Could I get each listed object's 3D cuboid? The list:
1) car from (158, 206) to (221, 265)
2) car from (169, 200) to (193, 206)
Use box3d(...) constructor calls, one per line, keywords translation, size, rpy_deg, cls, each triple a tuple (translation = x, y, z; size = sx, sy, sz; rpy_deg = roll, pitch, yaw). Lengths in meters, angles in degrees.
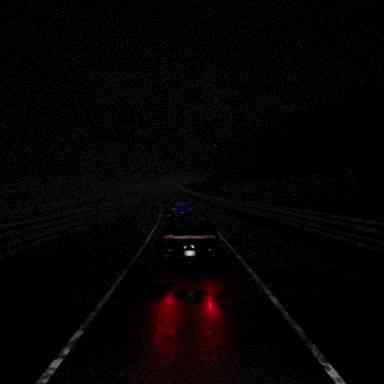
box3d(translation=(-0.115, 1.451, 11.524), size=(2.128, 1.511, 4.902), rpy_deg=(0, 0, -1), cls="car")
box3d(translation=(-0.890, 1.431, 27.698), size=(1.812, 1.442, 4.674), rpy_deg=(0, 0, -4), cls="car")
